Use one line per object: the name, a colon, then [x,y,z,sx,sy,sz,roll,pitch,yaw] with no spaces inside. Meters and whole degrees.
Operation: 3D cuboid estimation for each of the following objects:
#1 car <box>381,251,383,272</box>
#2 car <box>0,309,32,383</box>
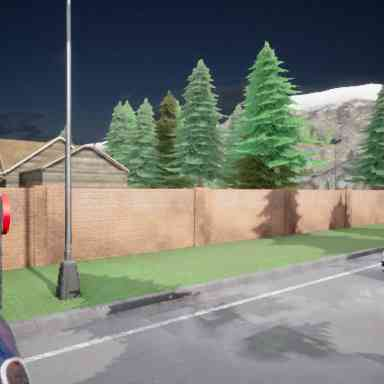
car: [7.063,1.526,9.185,4.674,1.442,1.812,0,0,-36]
car: [-3.261,1.352,1.614,4.553,1.767,2.097,0,0,-36]
